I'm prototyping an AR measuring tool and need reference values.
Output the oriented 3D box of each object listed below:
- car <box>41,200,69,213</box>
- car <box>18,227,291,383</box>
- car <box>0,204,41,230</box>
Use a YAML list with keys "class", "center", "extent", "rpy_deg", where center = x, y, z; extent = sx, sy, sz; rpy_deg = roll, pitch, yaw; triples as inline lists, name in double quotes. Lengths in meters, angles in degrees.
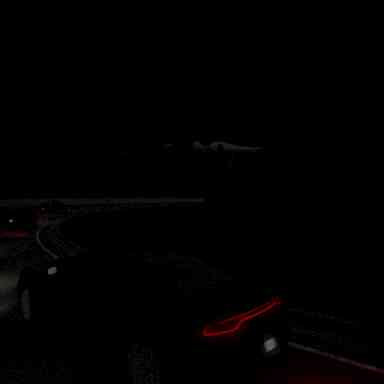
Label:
- class: "car"
  center: [-16.499, 1.714, 39.698]
  extent: [1.812, 1.442, 4.674]
  rpy_deg: [0, 0, 6]
- class: "car"
  center: [-0.993, 1.509, 5.273]
  extent: [5.008, 1.535, 1.882]
  rpy_deg: [0, 0, 42]
- class: "car"
  center: [-11.495, 1.575, 22.052]
  extent: [1.882, 1.535, 5.008]
  rpy_deg: [0, 0, -18]
